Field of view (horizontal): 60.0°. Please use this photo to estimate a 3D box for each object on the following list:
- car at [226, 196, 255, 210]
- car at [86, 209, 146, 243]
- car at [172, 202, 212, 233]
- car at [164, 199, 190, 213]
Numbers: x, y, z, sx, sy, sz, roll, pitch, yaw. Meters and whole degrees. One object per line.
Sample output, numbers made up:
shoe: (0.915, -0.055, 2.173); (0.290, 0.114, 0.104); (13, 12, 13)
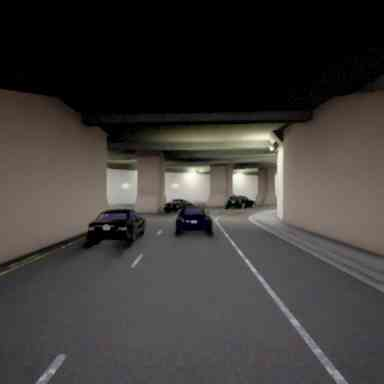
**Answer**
car: (6.014, 1.215, 40.701); (2.097, 1.767, 4.553); (0, 0, 34)
car: (-3.404, 1.494, 15.738); (2.033, 1.411, 5.357); (0, 0, 0)
car: (0.112, 1.499, 19.177); (1.994, 1.385, 4.181); (0, 0, 0)
car: (-1.183, 1.431, 34.690); (2.033, 1.411, 5.357); (0, 0, 19)
